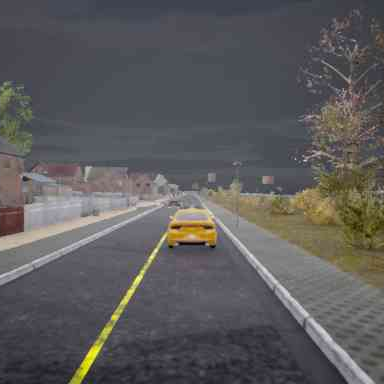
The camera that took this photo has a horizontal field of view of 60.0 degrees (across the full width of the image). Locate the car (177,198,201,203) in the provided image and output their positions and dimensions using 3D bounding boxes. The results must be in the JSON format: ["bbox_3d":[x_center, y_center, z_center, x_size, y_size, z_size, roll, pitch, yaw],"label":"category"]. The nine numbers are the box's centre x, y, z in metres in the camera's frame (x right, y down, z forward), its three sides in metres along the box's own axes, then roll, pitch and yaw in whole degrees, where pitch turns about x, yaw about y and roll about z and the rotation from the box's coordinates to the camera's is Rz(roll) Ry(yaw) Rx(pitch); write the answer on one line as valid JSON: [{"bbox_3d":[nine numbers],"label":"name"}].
[{"bbox_3d":[0.000,1.363,29.620,2.097,1.767,4.553,0,0,0],"label":"car"}]

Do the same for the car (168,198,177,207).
[{"bbox_3d":[-2.750,1.598,52.650,2.033,1.411,5.357,0,0,0],"label":"car"}]

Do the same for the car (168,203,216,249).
[{"bbox_3d":[0.000,1.482,14.650,1.882,1.535,5.008,0,0,0],"label":"car"}]
